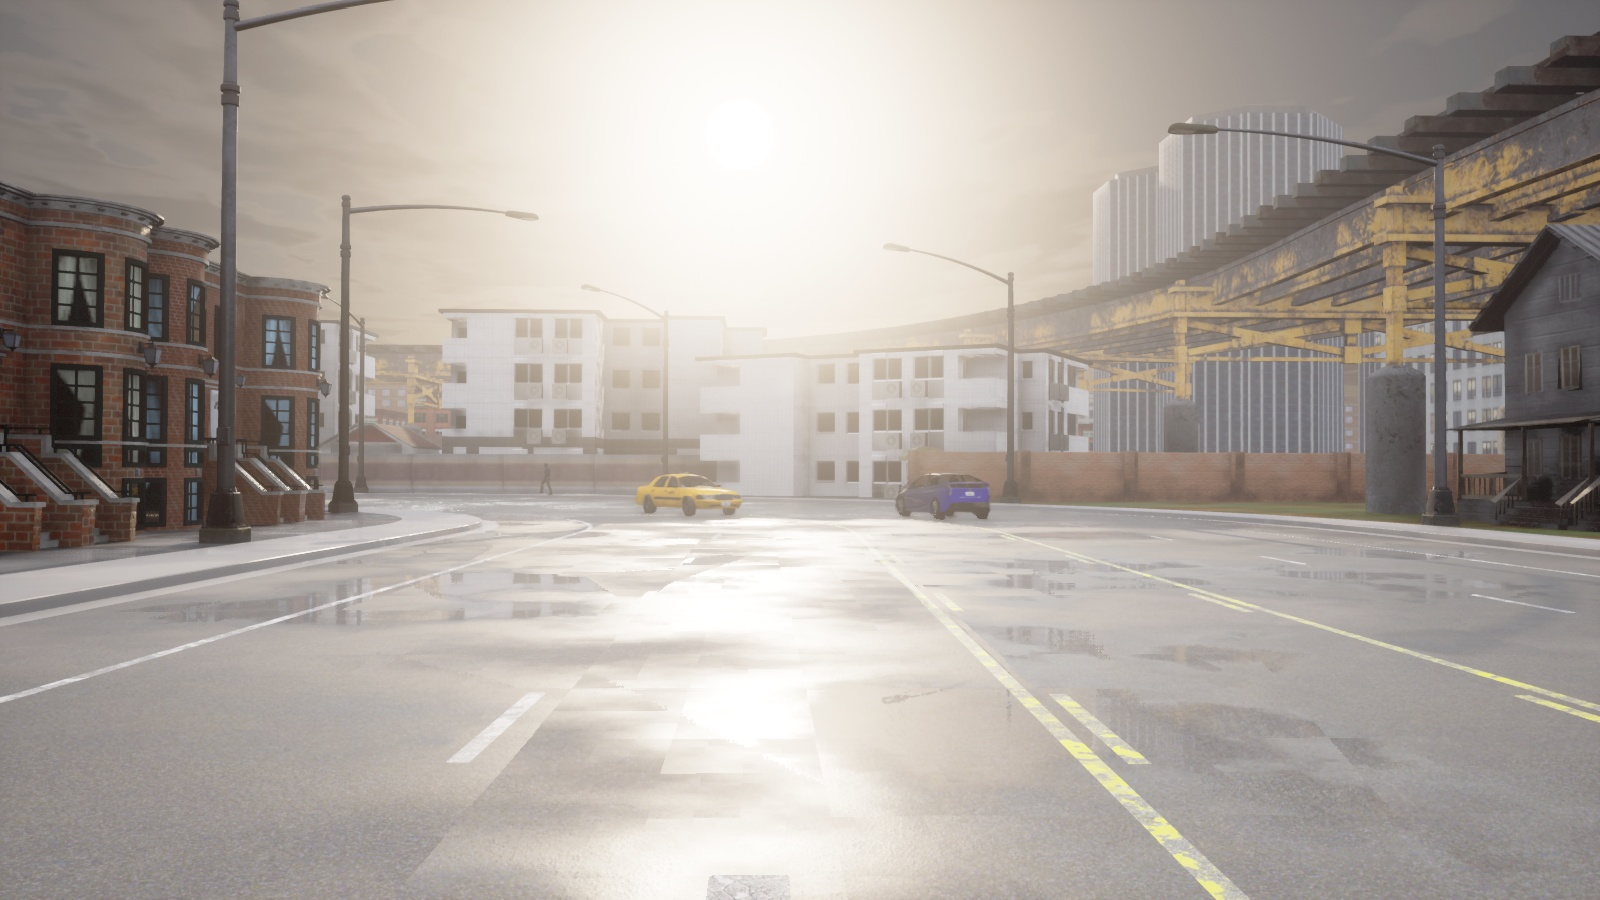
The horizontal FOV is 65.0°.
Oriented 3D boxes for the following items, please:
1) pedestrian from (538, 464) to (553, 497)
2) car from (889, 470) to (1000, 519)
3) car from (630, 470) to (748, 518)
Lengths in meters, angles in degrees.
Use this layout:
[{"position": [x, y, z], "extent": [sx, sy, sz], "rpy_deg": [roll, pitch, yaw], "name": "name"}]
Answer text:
[{"position": [-14.277, 1.707, 70.445], "extent": [0.726, 1.835, 0.370], "rpy_deg": [-1, -1, 22], "name": "pedestrian"}, {"position": [4.771, 1.449, 42.213], "extent": [2.007, 1.525, 4.514], "rpy_deg": [0, -1, -18], "name": "car"}, {"position": [-4.030, 1.515, 44.487], "extent": [1.801, 1.575, 5.366], "rpy_deg": [0, -1, -34], "name": "car"}]
